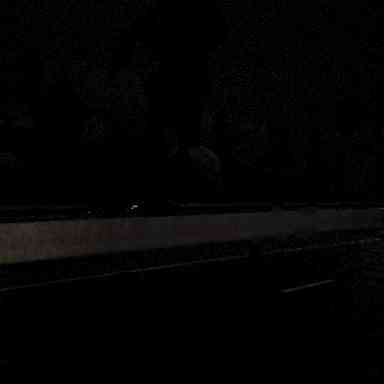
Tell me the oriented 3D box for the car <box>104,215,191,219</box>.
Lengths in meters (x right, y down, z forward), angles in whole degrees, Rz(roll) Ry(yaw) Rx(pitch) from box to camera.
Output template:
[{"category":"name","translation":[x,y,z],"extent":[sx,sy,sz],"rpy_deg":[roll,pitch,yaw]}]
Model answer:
[{"category":"car","translation":[-2.325,1.427,19.280],"extent":[5.357,1.411,2.033],"rpy_deg":[0,0,-33]}]
